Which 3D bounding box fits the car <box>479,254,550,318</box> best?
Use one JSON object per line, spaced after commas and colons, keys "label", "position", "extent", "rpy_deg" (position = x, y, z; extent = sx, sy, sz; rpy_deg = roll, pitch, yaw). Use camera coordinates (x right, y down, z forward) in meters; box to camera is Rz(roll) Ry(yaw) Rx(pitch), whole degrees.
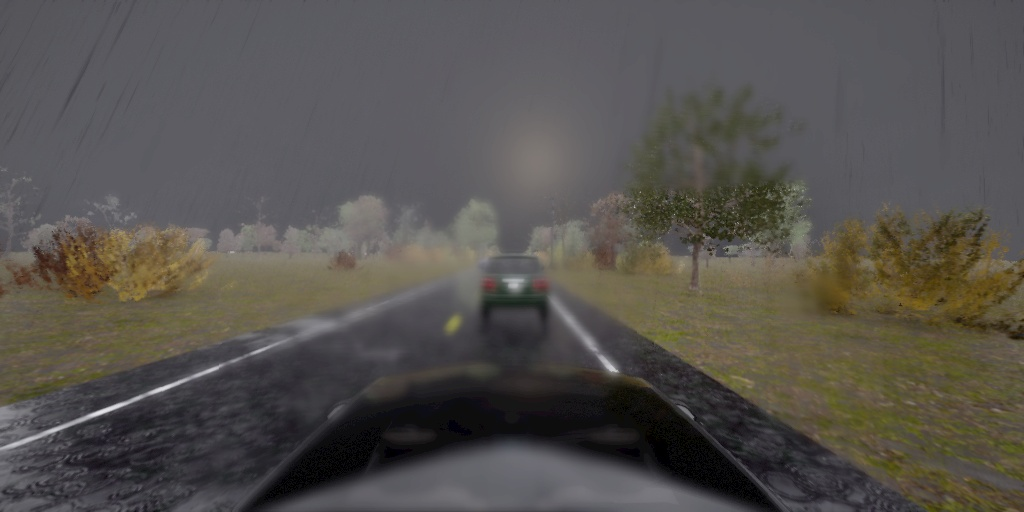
{"label": "car", "position": [0.126, 0.962, 12.995], "extent": [2.150, 2.045, 5.566], "rpy_deg": [0, 0, 1]}

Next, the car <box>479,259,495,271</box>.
{"label": "car", "position": [-3.343, 1.163, 48.816], "extent": [1.882, 1.535, 5.008], "rpy_deg": [0, 0, 0]}
